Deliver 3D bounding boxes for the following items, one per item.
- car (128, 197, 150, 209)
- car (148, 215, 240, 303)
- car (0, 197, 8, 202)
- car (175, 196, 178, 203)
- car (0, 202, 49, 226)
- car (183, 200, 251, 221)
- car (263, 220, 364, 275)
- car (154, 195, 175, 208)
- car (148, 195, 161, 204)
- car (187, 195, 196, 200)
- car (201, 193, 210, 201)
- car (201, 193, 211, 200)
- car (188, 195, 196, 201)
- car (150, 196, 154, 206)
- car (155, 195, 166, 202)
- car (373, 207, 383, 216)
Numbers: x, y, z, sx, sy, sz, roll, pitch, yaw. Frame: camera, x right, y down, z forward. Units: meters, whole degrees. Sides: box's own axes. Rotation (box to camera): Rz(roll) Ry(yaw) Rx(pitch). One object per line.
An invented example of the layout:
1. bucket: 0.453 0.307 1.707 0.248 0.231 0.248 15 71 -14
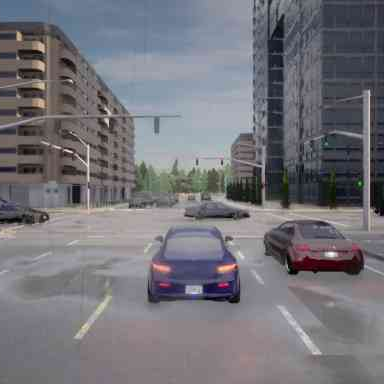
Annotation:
1. car: -7.495 1.505 46.012 1.837 1.490 4.892 0 0 1
2. car: 0.048 1.526 8.062 1.812 1.442 4.674 0 0 0
3. car: -16.482 1.276 27.029 5.566 2.045 2.150 0 0 0
4. car: -3.929 1.526 58.460 1.812 1.442 4.674 0 0 1
5. car: -12.398 1.610 23.522 4.181 1.385 1.994 0 0 0
6. car: 1.968 1.573 26.995 5.357 1.411 2.033 0 0 0
7. car: 3.557 1.564 10.484 1.994 1.385 4.181 0 0 0
8. car: -3.984 1.352 48.972 2.097 1.767 4.553 0 0 0
9. car: -7.313 1.478 65.357 1.882 1.535 5.008 0 0 1
10. car: -0.144 1.540 77.420 2.033 1.411 5.357 0 0 1
11. car: 3.468 1.225 87.790 2.150 2.045 5.566 0 0 1
12. car: 3.358 1.355 77.627 2.097 1.767 4.553 0 0 1
13. car: -0.033 1.525 87.763 2.128 1.511 4.902 0 0 1
14. car: -7.455 1.564 54.906 1.994 1.385 4.181 0 0 2
15. car: -7.164 1.489 75.747 1.837 1.490 4.892 0 0 1
16. car: 19.462 1.656 30.665 4.718 1.301 1.895 0 0 0
